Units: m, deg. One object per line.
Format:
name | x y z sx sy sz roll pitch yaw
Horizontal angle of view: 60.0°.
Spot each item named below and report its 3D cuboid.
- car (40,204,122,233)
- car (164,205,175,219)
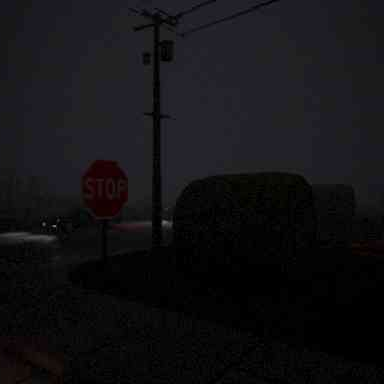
car | -6.428 1.491 19.739 1.837 1.490 4.892 0 0 38
car | -0.201 1.338 27.629 2.097 1.767 4.553 0 0 38
